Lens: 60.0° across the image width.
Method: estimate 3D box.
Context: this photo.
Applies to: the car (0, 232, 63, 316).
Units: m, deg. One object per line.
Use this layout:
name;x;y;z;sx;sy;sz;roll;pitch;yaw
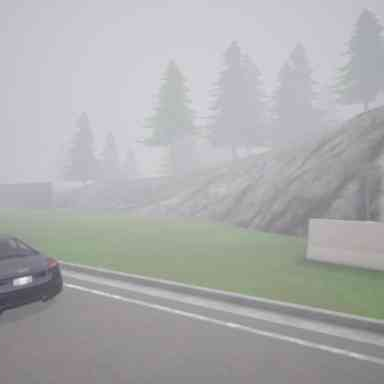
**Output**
car;-4.642;1.545;7.007;4.181;1.385;1.994;0;0;34
